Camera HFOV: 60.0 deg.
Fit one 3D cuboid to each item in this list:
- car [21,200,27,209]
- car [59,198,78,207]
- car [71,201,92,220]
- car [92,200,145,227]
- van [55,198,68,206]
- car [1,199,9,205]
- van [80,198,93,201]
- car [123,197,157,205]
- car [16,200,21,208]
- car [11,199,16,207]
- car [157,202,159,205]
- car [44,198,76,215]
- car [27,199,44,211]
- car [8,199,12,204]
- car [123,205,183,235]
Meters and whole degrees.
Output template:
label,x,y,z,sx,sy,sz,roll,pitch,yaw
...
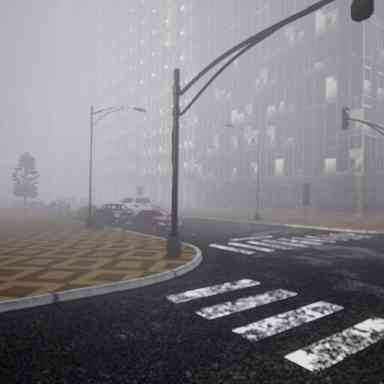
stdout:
label,x,y,z,sx,sy,sz,roll,pitch,yaw
car,-24.955,2.029,52.038,1.947,1.339,4.313,1,-1,-35
car,-24.597,2.036,66.157,2.192,1.841,5.009,1,-1,-35
car,-8.579,1.713,28.608,1.752,1.417,4.829,1,-1,-35
car,-5.421,1.575,24.089,1.967,1.590,4.097,1,-1,-35
van,-27.853,2.117,70.816,1.690,1.788,3.998,1,-1,-35
car,-41.234,2.287,75.331,2.008,1.369,4.403,1,-1,-35
van,-18.086,1.953,56.840,1.690,1.788,3.998,1,-1,-35
car,-6.292,1.553,35.465,2.150,2.045,5.566,1,-1,-35
car,-28.211,2.062,56.697,1.887,1.381,4.507,1,-1,-35
car,-31.467,2.123,61.355,2.008,1.369,4.403,1,-1,-35
car,-5.063,1.833,38.205,1.967,1.590,4.097,1,-1,-35
car,-15.188,1.739,38.065,1.967,1.590,4.097,1,-1,-35
car,-21.699,1.959,47.380,2.008,1.369,4.403,1,-1,-35
car,-34.722,2.209,66.014,1.802,1.307,4.206,1,-1,-35
car,-2.166,1.662,19.429,1.802,1.307,4.206,1,-1,-35
